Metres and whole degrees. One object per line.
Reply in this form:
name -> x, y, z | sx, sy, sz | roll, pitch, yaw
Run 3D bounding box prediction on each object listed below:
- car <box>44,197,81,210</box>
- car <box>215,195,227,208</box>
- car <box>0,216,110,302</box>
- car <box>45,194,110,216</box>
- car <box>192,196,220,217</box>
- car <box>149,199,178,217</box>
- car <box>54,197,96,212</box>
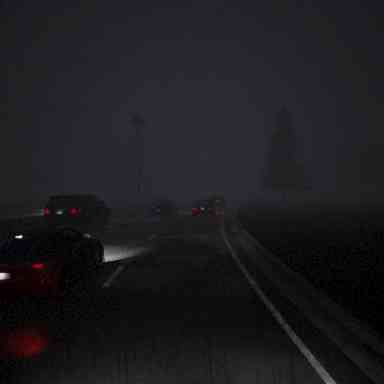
car -> -16.121, 1.413, 41.693 | 1.812, 1.442, 4.674 | 0, 0, 15
car -> 3.267, 1.184, 41.543 | 1.837, 1.490, 4.892 | -1, 1, 12
car -> -3.610, 1.545, 8.294 | 1.994, 1.385, 4.181 | -1, 0, -1
car -> -6.757, 1.156, 20.138 | 2.150, 2.045, 5.566 | -1, 0, 4
car -> 1.068, 1.339, 28.429 | 2.033, 1.411, 5.357 | -1, 0, 6
car -> -2.418, 1.304, 28.839 | 1.882, 1.535, 5.008 | -1, 0, 6
car -> -13.379, 1.371, 38.525 | 2.128, 1.511, 4.902 | 0, 0, 16
